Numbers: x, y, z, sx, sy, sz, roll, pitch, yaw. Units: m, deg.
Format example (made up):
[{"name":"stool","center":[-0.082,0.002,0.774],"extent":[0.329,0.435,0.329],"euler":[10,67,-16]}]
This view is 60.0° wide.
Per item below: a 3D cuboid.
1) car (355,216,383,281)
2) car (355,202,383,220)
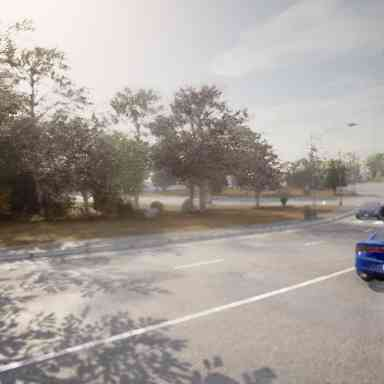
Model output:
[{"name":"car","center":[6.252,1.539,9.016],"extent":[5.008,1.535,1.882],"euler":[0,0,-41]},{"name":"car","center":[15.699,1.586,29.024],"extent":[1.812,1.442,4.674],"euler":[-1,1,39]}]
